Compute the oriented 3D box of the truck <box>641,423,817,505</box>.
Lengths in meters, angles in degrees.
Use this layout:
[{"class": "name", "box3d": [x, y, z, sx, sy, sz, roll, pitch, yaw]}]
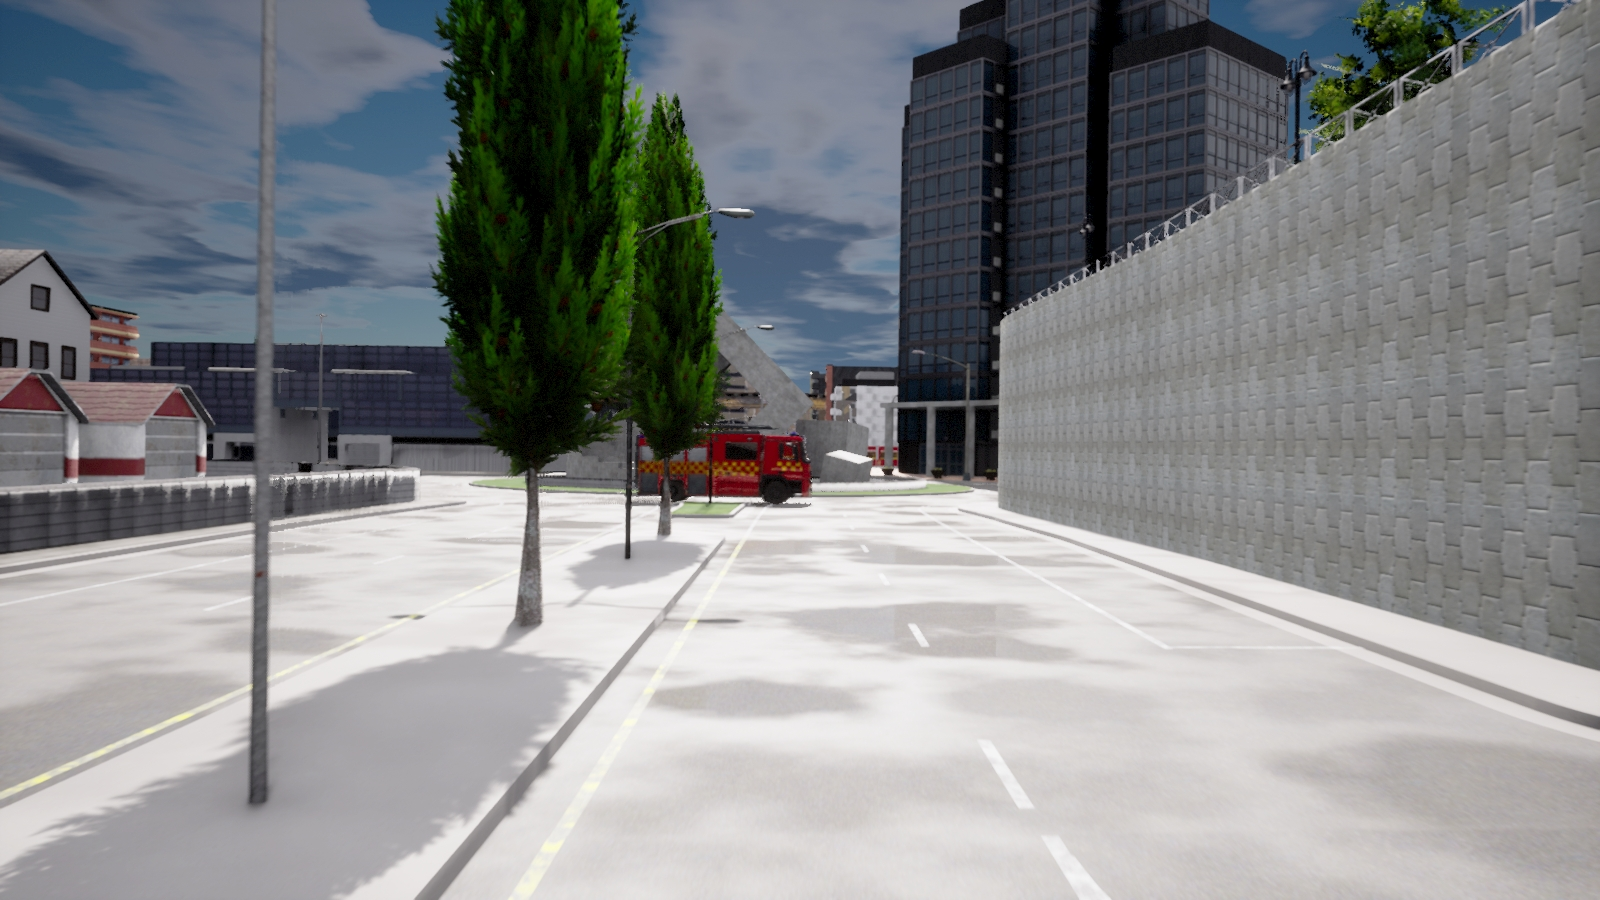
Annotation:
[{"class": "truck", "box3d": [-3.450, 0.671, 57.009, 8.468, 3.827, 2.891, 1, 0, 3]}]
